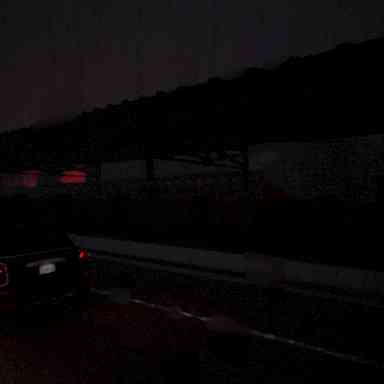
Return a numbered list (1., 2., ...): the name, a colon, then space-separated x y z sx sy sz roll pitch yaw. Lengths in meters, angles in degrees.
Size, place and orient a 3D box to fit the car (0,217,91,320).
1. car: -4.245 1.358 7.015 4.553 1.767 2.097 0 0 35
